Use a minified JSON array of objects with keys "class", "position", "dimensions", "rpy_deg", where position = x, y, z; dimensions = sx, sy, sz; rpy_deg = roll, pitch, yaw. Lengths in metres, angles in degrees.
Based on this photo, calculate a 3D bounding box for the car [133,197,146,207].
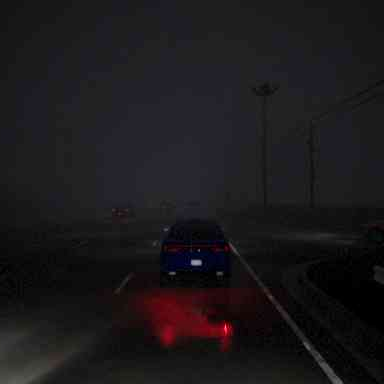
[{"class":"car","position":[-10.378,2.264,68.519],"dimensions":[1.837,1.490,4.892],"rpy_deg":[0,-1,0]}]

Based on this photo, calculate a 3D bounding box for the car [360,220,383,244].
[{"class":"car","position":[10.451,1.648,15.231],"dimensions":[5.008,1.535,1.882],"rpy_deg":[-1,-1,41]}]

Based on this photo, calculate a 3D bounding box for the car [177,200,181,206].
[{"class":"car","position":[-3.454,2.336,70.390],"dimensions":[1.994,1.385,4.181],"rpy_deg":[0,-1,0]}]

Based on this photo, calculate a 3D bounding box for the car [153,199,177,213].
[{"class":"car","position":[-3.386,2.028,43.346],"dimensions":[2.033,1.411,5.357],"rpy_deg":[0,-1,0]}]

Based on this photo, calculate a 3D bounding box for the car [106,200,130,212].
[{"class":"car","position":[-10.385,2.113,46.136],"dimensions":[1.895,1.301,4.718],"rpy_deg":[0,-1,0]}]

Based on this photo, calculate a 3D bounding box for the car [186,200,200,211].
[{"class":"car","position":[0.116,2.048,45.152],"dimensions":[2.033,1.411,5.357],"rpy_deg":[0,-1,0]}]

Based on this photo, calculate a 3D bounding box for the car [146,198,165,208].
[{"class":"car","position":[-6.879,2.052,63.003],"dimensions":[2.097,1.767,4.553],"rpy_deg":[0,0,0]}]

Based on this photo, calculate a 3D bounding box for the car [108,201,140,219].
[{"class":"car","position":[-6.889,1.904,34.015],"dimensions":[1.812,1.442,4.674],"rpy_deg":[0,-1,0]}]

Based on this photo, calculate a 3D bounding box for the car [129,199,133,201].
[{"class":"car","position":[-13.974,2.403,77.825],"dimensions":[2.033,1.411,5.357],"rpy_deg":[0,-1,0]}]

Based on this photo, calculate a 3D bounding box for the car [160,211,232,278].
[{"class":"car","position":[0.103,1.596,10.598],"dimensions":[1.882,1.535,5.008],"rpy_deg":[0,0,0]}]

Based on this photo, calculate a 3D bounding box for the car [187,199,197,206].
[{"class":"car","position":[0.039,2.339,71.990],"dimensions":[2.033,1.411,5.357],"rpy_deg":[0,-1,0]}]
